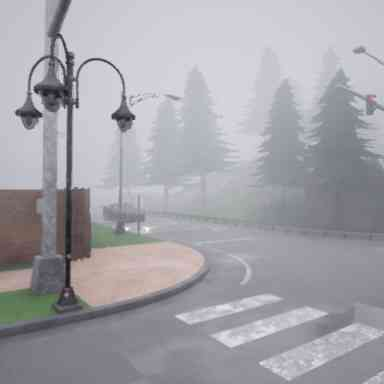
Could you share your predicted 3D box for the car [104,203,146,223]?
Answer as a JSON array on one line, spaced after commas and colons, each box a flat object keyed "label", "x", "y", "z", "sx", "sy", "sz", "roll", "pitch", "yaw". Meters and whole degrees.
[{"label": "car", "x": -5.376, "y": 1.649, "z": 26.219, "sx": 1.882, "sy": 1.535, "sz": 5.008, "roll": 1, "pitch": 1, "yaw": -34}]
